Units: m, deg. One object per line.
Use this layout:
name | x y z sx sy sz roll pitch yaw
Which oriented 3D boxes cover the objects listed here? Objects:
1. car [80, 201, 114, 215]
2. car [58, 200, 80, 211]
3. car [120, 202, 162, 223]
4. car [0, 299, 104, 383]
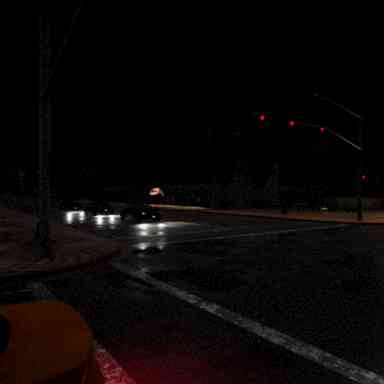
car | -9.369 1.563 33.409 1.994 1.385 4.181 0 0 -35
car | -15.203 1.599 41.621 1.895 1.301 4.718 0 0 -35
car | -4.143 1.524 26.089 1.812 1.442 4.674 0 0 -36
car | -3.018 1.478 1.709 5.008 1.535 1.882 0 0 -35
